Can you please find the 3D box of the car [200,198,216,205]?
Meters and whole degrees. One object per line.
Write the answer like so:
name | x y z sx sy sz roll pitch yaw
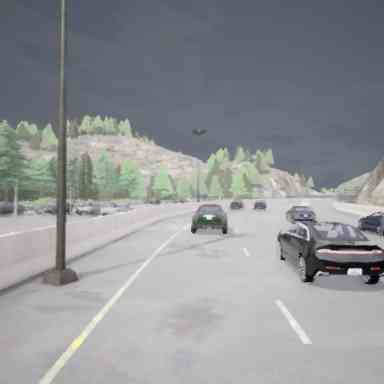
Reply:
car | 3.591 2.160 74.921 2.033 1.411 5.357 0 -1 20

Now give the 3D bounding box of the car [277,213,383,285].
car | 3.836 1.616 9.983 2.128 1.511 4.902 0 0 3

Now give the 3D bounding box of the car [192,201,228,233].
car | 1.234 1.551 21.356 2.097 1.767 4.553 1 -1 6

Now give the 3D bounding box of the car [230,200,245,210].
car | 7.315 2.039 53.118 1.837 1.490 4.892 -1 -1 16

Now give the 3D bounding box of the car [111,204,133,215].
car | -7.702 1.831 34.364 1.895 1.301 4.718 0 -1 10

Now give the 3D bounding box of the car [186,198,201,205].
car | 0.340 2.076 76.218 1.882 1.535 5.008 0 -1 20

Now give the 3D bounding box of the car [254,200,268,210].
car | 11.182 2.082 53.893 1.837 1.490 4.892 -1 -1 17

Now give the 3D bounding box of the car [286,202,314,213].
car | 8.966 1.873 27.604 2.033 1.411 5.357 0 0 9

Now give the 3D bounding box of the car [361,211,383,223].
car | 11.615 1.847 19.904 1.994 1.385 4.181 0 0 6
